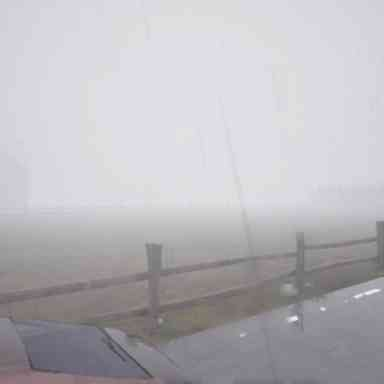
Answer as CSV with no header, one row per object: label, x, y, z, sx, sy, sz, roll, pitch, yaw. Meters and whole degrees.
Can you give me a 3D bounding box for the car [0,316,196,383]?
car,-1.886,1.562,1.724,4.181,1.385,1.994,0,0,-36
